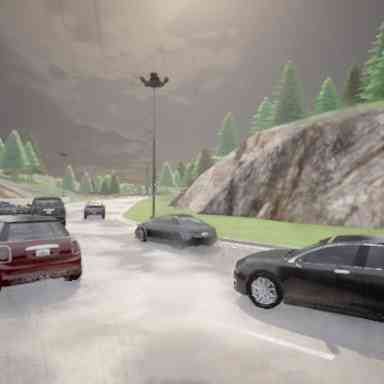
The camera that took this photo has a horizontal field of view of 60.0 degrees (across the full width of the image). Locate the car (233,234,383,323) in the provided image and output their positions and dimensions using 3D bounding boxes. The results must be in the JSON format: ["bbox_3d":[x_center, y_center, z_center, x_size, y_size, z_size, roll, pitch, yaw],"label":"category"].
[{"bbox_3d":[3.119,1.566,6.333,4.892,1.490,1.837,0,0,37],"label":"car"}]

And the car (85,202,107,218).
[{"bbox_3d":[-9.341,1.667,32.186,2.128,1.511,4.902,0,0,-14],"label":"car"}]

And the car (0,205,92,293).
[{"bbox_3d":[-4.849,1.393,9.079,2.097,1.767,4.553,1,-1,-44],"label":"car"}]

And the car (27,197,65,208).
[{"bbox_3d":[-9.780,1.329,22.412,2.150,2.045,5.566,0,0,-26],"label":"car"}]

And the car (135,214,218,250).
[{"bbox_3d":[-0.796,1.664,14.956,1.994,1.385,4.181,1,0,-41],"label":"car"}]

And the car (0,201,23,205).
[{"bbox_3d":[-16.090,1.731,30.160,1.895,1.301,4.718,0,0,-13],"label":"car"}]
